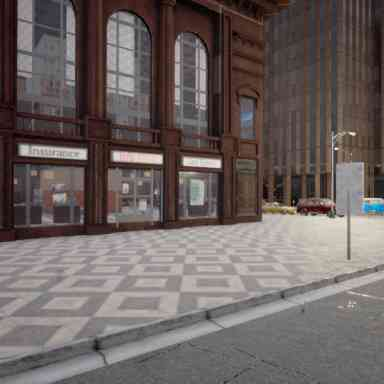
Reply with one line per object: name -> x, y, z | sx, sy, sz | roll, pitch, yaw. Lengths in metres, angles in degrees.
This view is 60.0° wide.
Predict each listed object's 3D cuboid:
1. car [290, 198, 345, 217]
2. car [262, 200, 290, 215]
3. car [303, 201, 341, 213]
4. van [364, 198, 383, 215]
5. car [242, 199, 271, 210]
car -> 12.650, 1.522, 32.654 | 2.192, 1.841, 5.009 | 0, 0, -35
car -> 9.508, 1.798, 37.109 | 1.752, 1.417, 4.829 | 0, 0, -35
car -> 16.372, 1.897, 42.170 | 1.802, 1.307, 4.206 | -1, 0, -35
van -> 19.611, 1.588, 37.575 | 1.690, 1.788, 3.998 | -1, 0, -35
car -> 9.886, 1.891, 51.361 | 1.967, 1.590, 4.097 | -1, 0, -35
